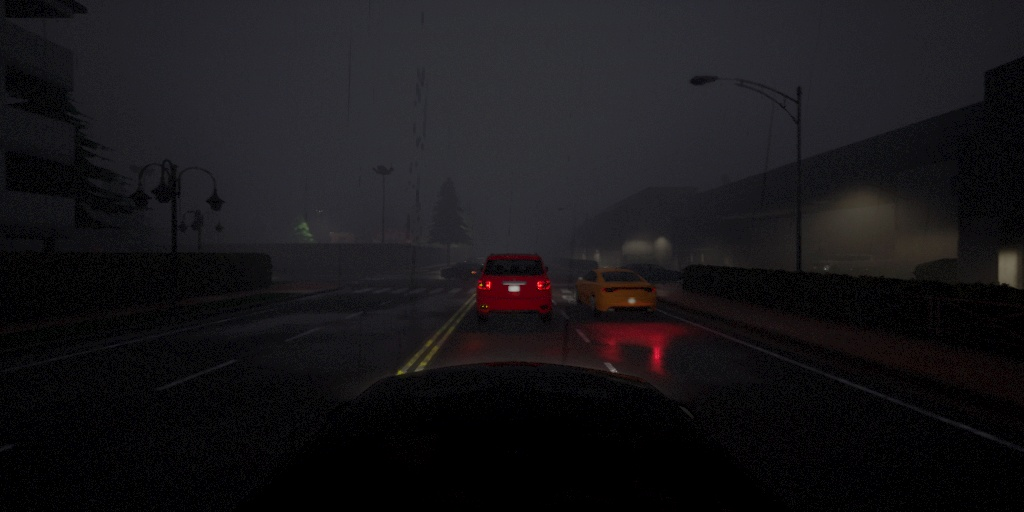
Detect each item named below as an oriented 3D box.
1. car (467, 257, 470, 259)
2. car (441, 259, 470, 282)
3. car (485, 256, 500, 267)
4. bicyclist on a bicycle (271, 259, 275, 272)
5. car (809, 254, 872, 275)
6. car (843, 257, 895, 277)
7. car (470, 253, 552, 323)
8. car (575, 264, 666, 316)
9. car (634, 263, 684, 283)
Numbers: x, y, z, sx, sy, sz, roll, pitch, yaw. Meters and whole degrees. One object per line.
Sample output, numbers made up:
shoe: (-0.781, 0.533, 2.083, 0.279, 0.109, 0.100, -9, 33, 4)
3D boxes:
car: (-6.763, 0.884, 60.755, 2.097, 1.767, 4.553, 0, 0, 1)
car: (-3.693, 1.199, 28.242, 2.033, 1.411, 5.357, 0, 0, -37)
car: (-3.268, 0.885, 60.332, 2.097, 1.767, 4.553, 0, 0, 1)
bicyclist on a bicycle: (-25.195, 0.905, 37.352, 0.582, 1.620, 1.656, 0, 0, 0)
car: (33.286, 0.844, 36.126, 5.566, 2.045, 2.150, 0, 0, 0)
car: (33.741, 1.114, 32.624, 5.008, 1.535, 1.882, 0, 0, 0)
car: (0.074, 0.933, 12.029, 2.150, 2.045, 5.566, 0, 0, 0)
car: (3.579, 1.186, 13.145, 1.882, 1.535, 5.008, 0, 0, 0)
car: (9.634, 1.209, 25.732, 5.357, 1.411, 2.033, 0, 0, -14)
